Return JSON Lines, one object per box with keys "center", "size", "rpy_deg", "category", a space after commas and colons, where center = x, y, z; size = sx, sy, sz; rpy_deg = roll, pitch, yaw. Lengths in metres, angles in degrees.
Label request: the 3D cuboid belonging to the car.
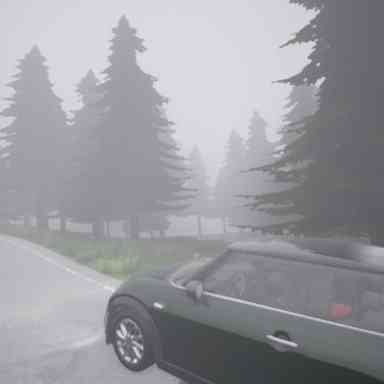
{"center": [0.971, 1.331, 3.976], "size": [4.553, 1.767, 2.097], "rpy_deg": [1, 1, 39], "category": "car"}
